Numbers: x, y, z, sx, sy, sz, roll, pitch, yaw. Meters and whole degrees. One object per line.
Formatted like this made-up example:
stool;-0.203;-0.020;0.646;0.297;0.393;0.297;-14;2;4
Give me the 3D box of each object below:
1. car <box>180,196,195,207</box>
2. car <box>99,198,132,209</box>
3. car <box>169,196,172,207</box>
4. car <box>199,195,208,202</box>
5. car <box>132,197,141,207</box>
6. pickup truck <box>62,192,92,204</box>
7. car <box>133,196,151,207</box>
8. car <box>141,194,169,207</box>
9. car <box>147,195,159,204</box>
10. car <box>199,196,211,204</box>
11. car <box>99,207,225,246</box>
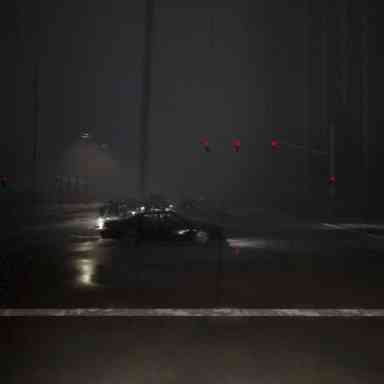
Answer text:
car;-0.525;1.600;43.266;1.895;1.301;4.718;0;0;-1
car;-7.707;1.491;32.809;2.128;1.511;4.902;0;0;2
car;-4.285;1.600;48.390;1.895;1.301;4.718;0;0;-1
car;2.538;1.524;75.124;1.812;1.442;4.674;0;0;-1
car;-7.729;1.477;42.111;1.882;1.535;5.008;0;0;-1
pickup truck;-20.932;1.058;59.956;2.390;2.098;6.274;0;0;30
car;-7.828;1.491;52.495;2.128;1.511;4.902;0;0;-1
car;-4.190;1.221;38.443;2.150;2.045;5.566;0;0;-1
car;-7.889;1.501;67.564;1.882;1.535;5.008;0;1;0
car;2.742;1.491;64.740;2.128;1.511;4.902;0;0;-1
car;-1.256;1.547;14.799;5.357;1.411;2.033;0;0;0
